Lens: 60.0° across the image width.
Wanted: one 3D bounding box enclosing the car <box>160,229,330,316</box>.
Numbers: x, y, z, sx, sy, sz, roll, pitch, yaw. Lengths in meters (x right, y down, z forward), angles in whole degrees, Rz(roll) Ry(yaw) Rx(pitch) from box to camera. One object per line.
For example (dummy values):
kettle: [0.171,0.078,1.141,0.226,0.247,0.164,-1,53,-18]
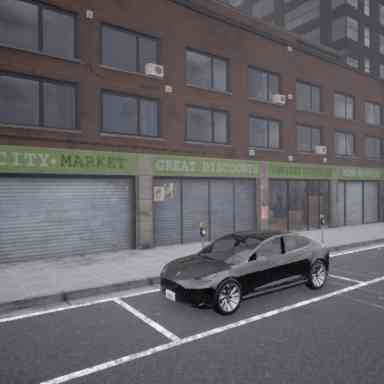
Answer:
car: [1.361,1.565,7.523,4.313,1.339,1.947,0,-1,-36]
